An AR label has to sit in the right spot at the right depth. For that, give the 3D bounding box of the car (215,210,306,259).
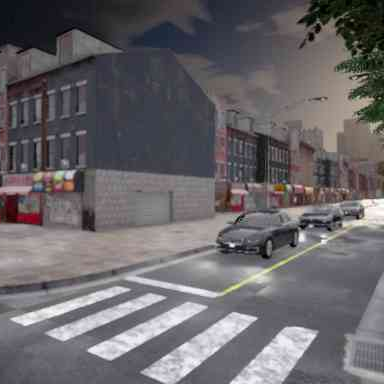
[{"bbox_3d":[2.678,1.502,12.900,1.837,1.490,4.892,0,0,34],"label":"car"}]

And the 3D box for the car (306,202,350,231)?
[{"bbox_3d":[8.245,1.556,21.024,2.033,1.411,5.357,0,0,35],"label":"car"}]

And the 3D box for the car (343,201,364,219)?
[{"bbox_3d":[13.993,1.539,29.412,1.837,1.490,4.892,0,0,34],"label":"car"}]
